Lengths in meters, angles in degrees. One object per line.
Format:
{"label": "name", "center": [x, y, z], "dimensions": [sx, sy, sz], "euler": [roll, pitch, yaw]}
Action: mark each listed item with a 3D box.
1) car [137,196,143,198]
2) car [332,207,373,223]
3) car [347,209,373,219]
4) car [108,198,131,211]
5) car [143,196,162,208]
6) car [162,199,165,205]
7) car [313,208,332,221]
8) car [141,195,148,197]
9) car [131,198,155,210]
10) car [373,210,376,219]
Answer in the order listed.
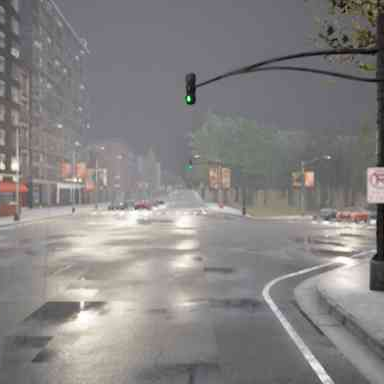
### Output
{"label": "car", "center": [-9.941, 1.873, 56.192], "dimensions": [2.033, 1.411, 5.357], "euler": [0, -1, 0]}
{"label": "car", "center": [17.337, 2.386, 35.908], "dimensions": [4.553, 1.767, 2.097], "euler": [3, -2, -45]}
{"label": "car", "center": [23.914, 3.064, 47.151], "dimensions": [4.718, 1.301, 1.895], "euler": [3, -2, -45]}
{"label": "car", "center": [-9.921, 1.567, 45.084], "dimensions": [2.097, 1.767, 4.553], "euler": [0, 0, 0]}
{"label": "car", "center": [-6.698, 1.829, 56.226], "dimensions": [1.837, 1.490, 4.892], "euler": [0, 0, 1]}
{"label": "car", "center": [-6.710, 2.068, 68.740], "dimensions": [1.895, 1.301, 4.718], "euler": [0, -1, 0]}
{"label": "car", "center": [16.015, 2.606, 39.185], "dimensions": [4.674, 1.442, 1.812], "euler": [3, -2, -45]}
{"label": "car", "center": [-9.959, 1.686, 68.443], "dimensions": [2.150, 2.045, 5.566], "euler": [0, -1, 0]}
{"label": "car", "center": [-6.667, 1.818, 45.439], "dimensions": [1.895, 1.301, 4.718], "euler": [0, -1, 0]}
{"label": "car", "center": [25.049, 2.967, 43.688], "dimensions": [4.181, 1.385, 1.994], "euler": [3, -2, -45]}
